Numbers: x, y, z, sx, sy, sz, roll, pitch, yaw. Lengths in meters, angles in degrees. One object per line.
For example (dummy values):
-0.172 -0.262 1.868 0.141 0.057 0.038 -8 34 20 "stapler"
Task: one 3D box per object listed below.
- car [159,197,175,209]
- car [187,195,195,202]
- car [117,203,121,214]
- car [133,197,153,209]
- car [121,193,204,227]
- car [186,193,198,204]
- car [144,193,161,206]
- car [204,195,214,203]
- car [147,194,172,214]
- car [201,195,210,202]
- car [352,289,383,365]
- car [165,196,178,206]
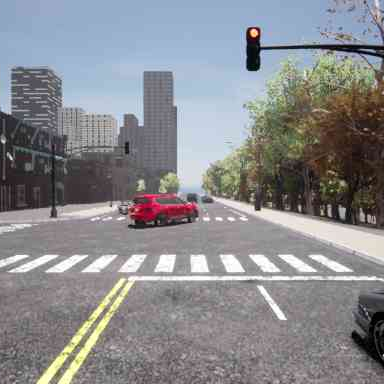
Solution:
-3.425 1.462 45.898 1.882 1.535 5.008 0 0 0 "car"
-0.150 1.494 75.814 1.812 1.442 4.674 0 0 0 "car"
-6.661 1.480 35.573 2.128 1.511 4.902 0 0 0 "car"
-6.675 1.476 45.974 2.128 1.511 4.902 0 0 0 "car"
-1.861 1.218 23.174 2.150 2.045 5.566 1 1 38 "car"
-0.027 1.197 65.386 2.150 2.045 5.566 0 0 0 "car"
-6.694 1.201 56.663 2.150 2.045 5.566 0 0 1 "car"
3.223 1.539 65.880 1.994 1.385 4.181 0 0 0 "car"
-3.421 1.210 35.900 2.150 2.045 5.566 0 0 1 "car"
3.103 1.447 75.908 1.882 1.535 5.008 0 0 0 "car"
3.345 1.547 2.563 2.033 1.411 5.357 0 0 0 "car"
-3.444 1.485 55.776 1.837 1.490 4.892 0 0 0 "car"
